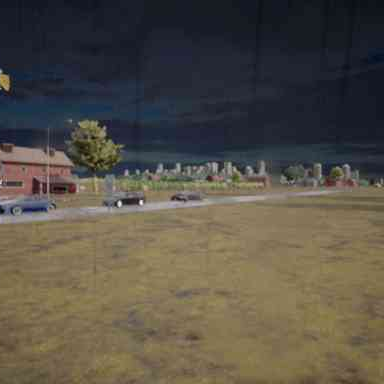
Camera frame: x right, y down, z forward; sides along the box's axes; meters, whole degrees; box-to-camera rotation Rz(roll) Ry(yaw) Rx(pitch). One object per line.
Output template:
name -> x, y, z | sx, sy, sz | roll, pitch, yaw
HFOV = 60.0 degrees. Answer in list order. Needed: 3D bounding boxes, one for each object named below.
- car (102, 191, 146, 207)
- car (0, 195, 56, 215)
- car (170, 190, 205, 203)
car -> -6.688, 0.678, 33.133 | 1.837, 1.490, 4.892 | 2, 2, 36
car -> -12.498, 0.934, 25.126 | 1.994, 1.385, 4.181 | 2, 2, 34
car -> -0.405, 0.503, 41.795 | 2.033, 1.411, 5.357 | 2, 2, 36
